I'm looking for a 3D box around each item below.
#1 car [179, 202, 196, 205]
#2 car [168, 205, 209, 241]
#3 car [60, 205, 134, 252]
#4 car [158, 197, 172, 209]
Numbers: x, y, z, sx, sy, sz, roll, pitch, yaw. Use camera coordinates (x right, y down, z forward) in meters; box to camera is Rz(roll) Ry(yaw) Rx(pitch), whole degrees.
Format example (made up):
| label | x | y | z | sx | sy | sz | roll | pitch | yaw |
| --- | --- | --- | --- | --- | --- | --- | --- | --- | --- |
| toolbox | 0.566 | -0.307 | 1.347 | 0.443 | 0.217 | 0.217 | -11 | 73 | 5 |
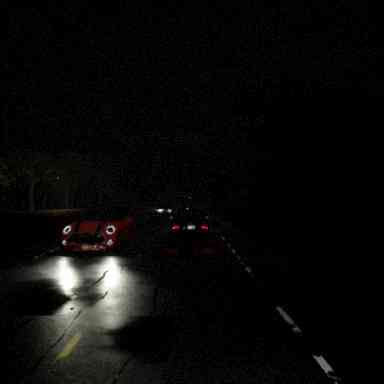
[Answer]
| label | x | y | z | sx | sy | sz | roll | pitch | yaw |
| --- | --- | --- | --- | --- | --- | --- | --- | --- | --- |
| car | -0.500 | 1.825 | 38.018 | 1.994 | 1.385 | 4.181 | 0 | -1 | -1 |
| car | -0.132 | 1.589 | 16.789 | 2.033 | 1.411 | 5.357 | 0 | 0 | -1 |
| car | -3.784 | 1.380 | 13.972 | 2.097 | 1.767 | 4.553 | 0 | 0 | -1 |
| car | -4.473 | 1.829 | 56.230 | 2.150 | 2.045 | 5.566 | 0 | -1 | -1 |
